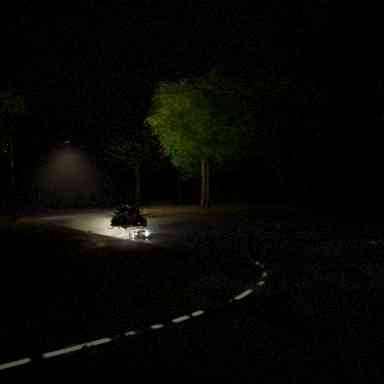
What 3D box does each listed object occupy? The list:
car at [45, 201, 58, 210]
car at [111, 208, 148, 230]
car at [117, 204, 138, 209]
[{"bbox_3d":[-34.114,3.127,80.676,2.150,2.045,5.566,-3,1,-36],"label":"car"},{"bbox_3d":[-5.514,2.440,28.948,1.994,1.385,4.181,-3,0,-36],"label":"car"},{"bbox_3d":[-8.969,2.464,45.731,2.128,1.511,4.902,-3,0,-36],"label":"car"}]
